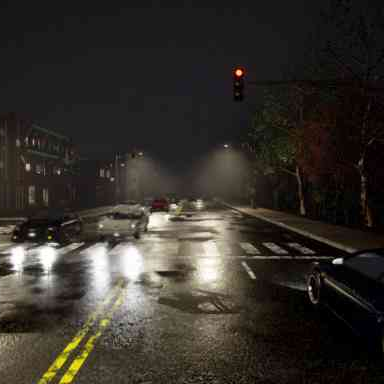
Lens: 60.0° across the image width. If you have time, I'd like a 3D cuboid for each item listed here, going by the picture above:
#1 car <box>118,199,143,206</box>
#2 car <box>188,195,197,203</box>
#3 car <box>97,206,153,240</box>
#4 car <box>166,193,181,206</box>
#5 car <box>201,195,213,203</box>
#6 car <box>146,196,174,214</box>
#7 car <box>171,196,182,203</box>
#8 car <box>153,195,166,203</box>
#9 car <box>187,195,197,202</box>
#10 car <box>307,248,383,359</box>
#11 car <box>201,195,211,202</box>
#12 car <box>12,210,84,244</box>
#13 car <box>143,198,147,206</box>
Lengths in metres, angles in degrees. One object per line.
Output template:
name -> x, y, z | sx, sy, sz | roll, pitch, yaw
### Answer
car -> -6.608, 1.591, 34.250 | 1.895, 1.301, 4.718 | 0, 0, 0
car -> 0.086, 1.500, 69.677 | 1.812, 1.442, 4.674 | 0, 0, 0
car -> -3.353, 1.597, 17.054 | 1.895, 1.301, 4.718 | 0, 0, 0
car -> -3.355, 1.203, 54.051 | 2.150, 2.045, 5.566 | 0, 0, 0
car -> 3.337, 1.466, 68.349 | 2.128, 1.511, 4.902 | 0, 0, 0
car -> -3.354, 1.467, 35.649 | 1.882, 1.535, 5.008 | 0, 0, 0
car -> -3.266, 1.506, 69.921 | 2.033, 1.411, 5.357 | 0, 0, 0
car -> -6.538, 1.468, 67.102 | 2.128, 1.511, 4.902 | 0, 0, 0
car -> -0.017, 1.494, 79.758 | 2.128, 1.511, 4.902 | 0, 0, 0
car -> 3.337, 1.563, 5.254 | 1.994, 1.385, 4.181 | 0, 0, 1
car -> 3.231, 1.509, 78.533 | 2.033, 1.411, 5.357 | 0, 0, 0
car -> -6.604, 1.562, 15.717 | 1.994, 1.385, 4.181 | 0, 0, 0
car -> -6.603, 1.547, 51.181 | 1.994, 1.385, 4.181 | 0, 0, 0
